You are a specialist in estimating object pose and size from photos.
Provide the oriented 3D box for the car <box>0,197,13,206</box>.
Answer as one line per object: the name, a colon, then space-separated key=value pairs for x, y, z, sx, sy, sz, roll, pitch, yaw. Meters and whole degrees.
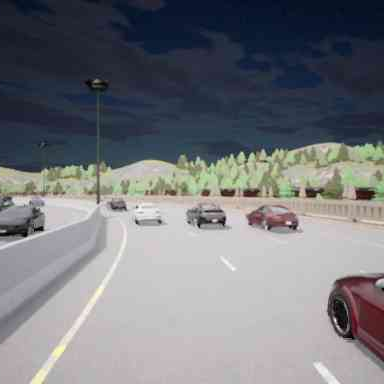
car: x=-33.931 y=1.689 z=59.601 sx=2.033 sy=1.411 sz=5.357 roll=0 pitch=0 yaw=-41

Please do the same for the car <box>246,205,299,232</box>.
car: x=4.796 y=1.515 z=20.279 sx=1.812 sy=1.442 sz=4.674 roll=0 pitch=0 yaw=-11

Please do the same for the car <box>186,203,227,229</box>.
car: x=0.836 y=1.499 z=22.091 sx=2.128 sy=1.511 sz=4.902 roll=0 pitch=0 yaw=-12

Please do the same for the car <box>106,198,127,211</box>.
car: x=-9.527 y=1.552 z=41.589 sx=2.128 sy=1.511 sz=4.902 roll=0 pitch=0 yaw=-25

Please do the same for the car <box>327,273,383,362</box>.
car: x=3.315 y=1.552 z=3.924 sx=1.994 sy=1.385 sz=4.181 roll=0 pitch=0 yaw=-2

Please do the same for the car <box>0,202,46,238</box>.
car: x=-9.102 y=1.525 z=17.587 sx=1.882 sy=1.535 sz=5.008 roll=0 pitch=0 yaw=-12

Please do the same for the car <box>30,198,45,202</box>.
car: x=-25.406 y=1.659 z=54.521 sx=1.812 sy=1.442 sz=4.674 roll=0 pitch=0 yaw=-35

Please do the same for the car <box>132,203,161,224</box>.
car: x=-3.432 y=1.552 z=24.844 sx=1.812 sy=1.442 sz=4.674 roll=0 pitch=0 yaw=-14

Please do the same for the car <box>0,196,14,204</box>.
car: x=-14.122 y=1.293 z=23.584 sx=2.150 sy=2.045 sz=5.566 roll=0 pitch=0 yaw=-16
